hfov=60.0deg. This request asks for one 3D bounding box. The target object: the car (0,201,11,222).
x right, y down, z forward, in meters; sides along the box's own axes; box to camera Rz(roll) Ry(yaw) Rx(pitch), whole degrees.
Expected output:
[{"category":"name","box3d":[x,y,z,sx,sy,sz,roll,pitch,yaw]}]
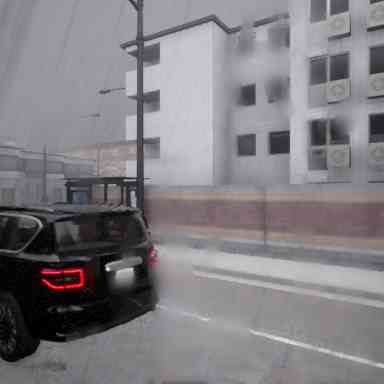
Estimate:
[{"category":"car","box3d":[-14.652,1.462,22.169,1.994,1.385,4.181,-1,2,21]}]

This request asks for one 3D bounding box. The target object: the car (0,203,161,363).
[{"category":"car","box3d":[-3.090,1.221,6.118,5.566,2.045,2.150,0,0,36]}]
